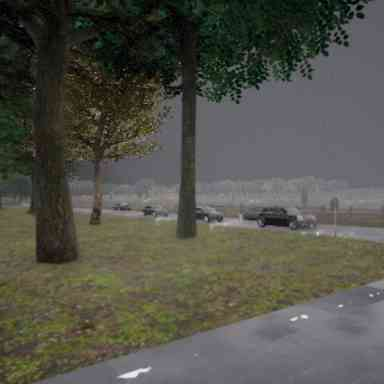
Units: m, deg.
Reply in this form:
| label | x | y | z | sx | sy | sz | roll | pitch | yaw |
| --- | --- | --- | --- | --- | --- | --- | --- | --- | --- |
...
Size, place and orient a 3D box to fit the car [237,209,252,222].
| label | x | y | z | sx | sy | sz | roll | pitch | yaw |
| --- | --- | --- | --- | --- | --- | --- | --- | --- | --- |
| car | 6.256 | 2.159 | 31.596 | 1.994 | 1.385 | 4.181 | -1 | -1 | -35 |

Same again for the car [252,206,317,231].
| label | x | y | z | sx | sy | sz | roll | pitch | yaw |
| --- | --- | --- | --- | --- | --- | --- | --- | --- | --- |
| car | 7.125 | 1.866 | 25.223 | 2.097 | 1.767 | 4.553 | -1 | -1 | -35 |

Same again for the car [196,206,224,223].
| label | x | y | z | sx | sy | sz | roll | pitch | yaw |
| --- | --- | --- | --- | --- | --- | --- | --- | --- | --- |
| car | 1.250 | 2.207 | 33.588 | 1.837 | 1.490 | 4.892 | -1 | -1 | -35 |

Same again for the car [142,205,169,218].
| label | x | y | z | sx | sy | sz | roll | pitch | yaw |
| --- | --- | --- | --- | --- | --- | --- | --- | --- | --- |
| car | -4.705 | 2.393 | 42.078 | 1.837 | 1.490 | 4.892 | -1 | -1 | -35 |

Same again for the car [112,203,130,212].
| label | x | y | z | sx | sy | sz | roll | pitch | yaw |
| --- | --- | --- | --- | --- | --- | --- | --- | --- | --- |
| car | -12.420 | 2.673 | 58.159 | 1.837 | 1.490 | 4.892 | -1 | 0 | -35 |
